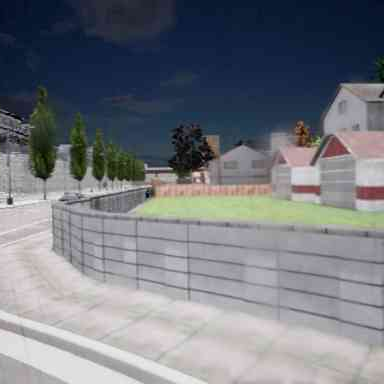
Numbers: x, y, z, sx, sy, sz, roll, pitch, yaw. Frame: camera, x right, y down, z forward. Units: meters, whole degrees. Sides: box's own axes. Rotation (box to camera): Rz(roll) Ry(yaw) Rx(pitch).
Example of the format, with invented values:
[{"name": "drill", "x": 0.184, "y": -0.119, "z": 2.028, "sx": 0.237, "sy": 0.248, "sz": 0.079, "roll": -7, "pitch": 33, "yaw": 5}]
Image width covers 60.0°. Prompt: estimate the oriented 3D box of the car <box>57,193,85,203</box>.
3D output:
[{"name": "car", "x": -11.425, "y": 0.753, "z": 32.111, "sx": 1.994, "sy": 1.385, "sz": 4.181, "roll": -1, "pitch": 2, "yaw": -3}]
